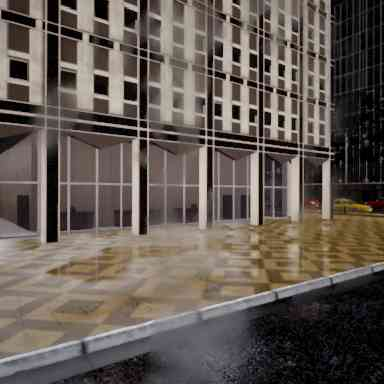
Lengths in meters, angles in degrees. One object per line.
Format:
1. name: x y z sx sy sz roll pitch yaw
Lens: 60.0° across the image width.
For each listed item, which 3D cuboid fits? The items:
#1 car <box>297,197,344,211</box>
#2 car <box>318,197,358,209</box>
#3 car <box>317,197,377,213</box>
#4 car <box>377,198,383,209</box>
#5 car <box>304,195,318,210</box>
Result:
1. car: 15.152 1.372 39.415 1.837 1.490 4.892 0 0 -36
2. car: 19.225 1.432 43.819 2.008 1.369 4.403 1 0 -36
3. car: 15.766 1.411 34.004 1.752 1.417 4.829 1 0 -36
4. car: 22.620 1.355 39.268 1.967 1.590 4.097 1 0 -36
5. car: 12.321 1.166 38.729 2.192 1.841 5.009 1 0 -36
